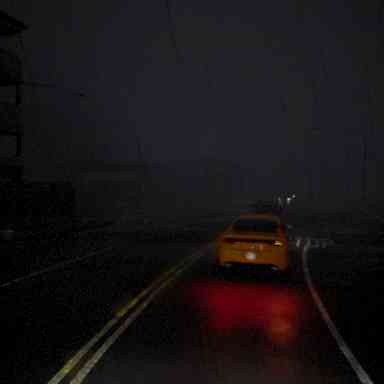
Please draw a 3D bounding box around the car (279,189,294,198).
[{"bbox_3d":[17.715,0.390,63.328,1.837,1.490,4.892,1,2,21],"label":"car"}]

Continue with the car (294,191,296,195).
[{"bbox_3d":[23.355,0.055,78.270,1.994,1.385,4.181,1,2,21],"label":"car"}]

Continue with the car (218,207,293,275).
[{"bbox_3d":[2.120,1.454,10.595,1.882,1.535,5.008,1,0,16],"label":"car"}]

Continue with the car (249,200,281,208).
[{"bbox_3d":[6.303,1.393,29.279,1.895,1.301,4.718,0,2,-1],"label":"car"}]
